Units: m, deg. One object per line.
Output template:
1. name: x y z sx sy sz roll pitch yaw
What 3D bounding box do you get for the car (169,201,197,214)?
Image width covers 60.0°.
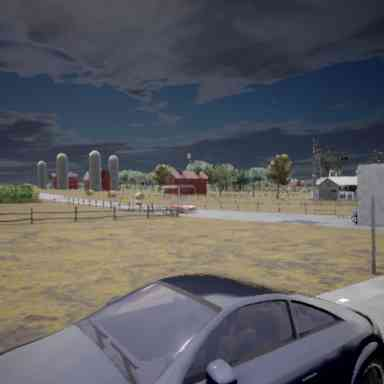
1. car: -1.268 2.056 46.343 2.097 1.767 4.553 -1 0 -35

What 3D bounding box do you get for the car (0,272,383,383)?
1. car: 0.012 1.561 3.085 4.181 1.385 1.994 0 0 -36

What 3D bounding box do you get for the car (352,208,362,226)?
1. car: 13.916 1.572 23.781 2.097 1.767 4.553 -2 0 -25

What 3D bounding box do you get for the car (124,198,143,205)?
1. car: -10.587 1.811 59.505 1.882 1.535 5.008 -1 1 -36
